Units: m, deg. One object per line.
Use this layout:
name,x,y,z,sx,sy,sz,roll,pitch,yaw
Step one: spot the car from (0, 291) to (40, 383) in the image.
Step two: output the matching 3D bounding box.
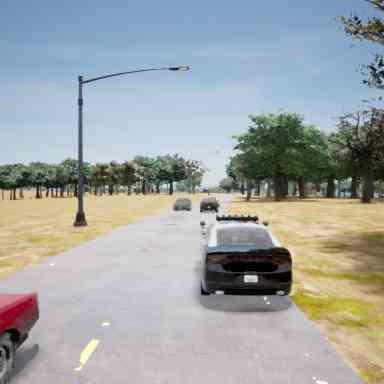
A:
car,-3.059,1.600,2.401,1.895,1.301,4.718,0,0,1

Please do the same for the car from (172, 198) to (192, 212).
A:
car,-1.028,1.414,37.678,1.837,1.490,4.892,0,0,6

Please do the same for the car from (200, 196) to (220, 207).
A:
car,1.959,1.393,36.799,1.882,1.535,5.008,0,0,6

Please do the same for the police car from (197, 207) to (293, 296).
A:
police car,1.168,1.423,8.812,1.930,1.638,5.238,0,0,1

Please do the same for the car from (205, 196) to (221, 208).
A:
car,2.983,1.320,47.174,1.882,1.535,5.008,0,0,8
